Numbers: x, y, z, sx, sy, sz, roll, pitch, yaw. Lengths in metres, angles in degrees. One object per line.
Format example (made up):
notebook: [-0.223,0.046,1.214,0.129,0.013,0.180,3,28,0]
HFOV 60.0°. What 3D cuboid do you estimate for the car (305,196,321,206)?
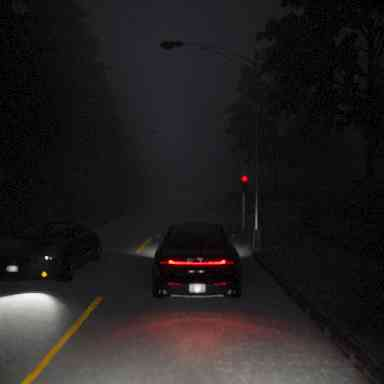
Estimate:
car: [15.801,1.193,45.004,1.994,1.381,4.181,0,0,0]

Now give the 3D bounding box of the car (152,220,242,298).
car: [0.100,1.484,8.438,1.837,1.490,4.892,0,0,0]

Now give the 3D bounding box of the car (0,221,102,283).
car: [-4.023,1.541,9.490,1.994,1.385,4.181,0,0,1]
